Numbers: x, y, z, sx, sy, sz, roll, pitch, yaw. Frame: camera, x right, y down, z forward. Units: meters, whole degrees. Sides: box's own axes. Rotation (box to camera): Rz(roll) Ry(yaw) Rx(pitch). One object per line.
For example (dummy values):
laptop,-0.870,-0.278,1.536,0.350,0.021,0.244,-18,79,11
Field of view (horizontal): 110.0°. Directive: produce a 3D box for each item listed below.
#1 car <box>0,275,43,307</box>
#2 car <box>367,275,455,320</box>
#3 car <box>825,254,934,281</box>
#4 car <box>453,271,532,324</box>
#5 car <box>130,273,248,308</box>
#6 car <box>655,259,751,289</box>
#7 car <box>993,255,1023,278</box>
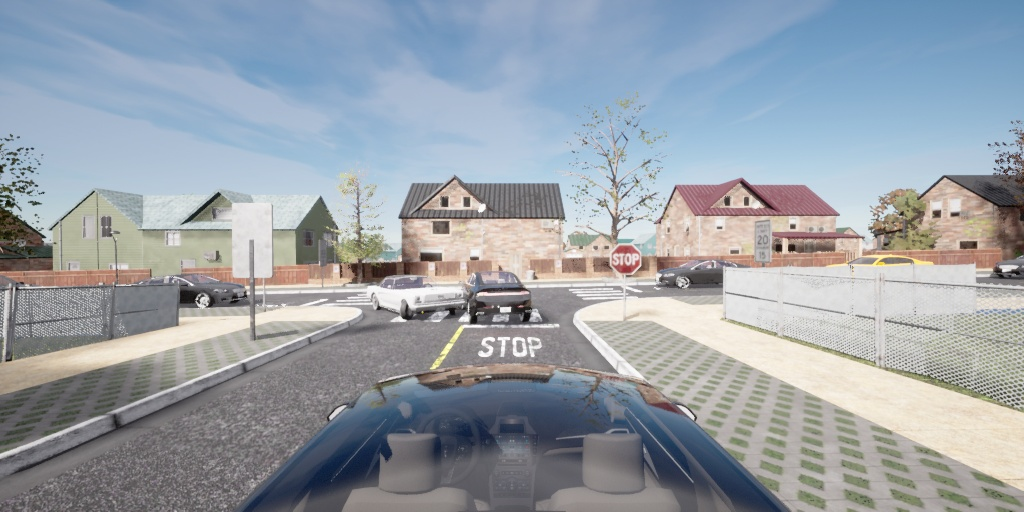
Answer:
car,-24.231,1.647,16.388,4.553,1.767,2.097,-1,1,0
car,-3.596,1.367,12.921,1.895,1.301,4.718,0,0,-38
car,19.772,0.690,19.493,5.008,1.535,1.882,-1,1,0
car,-0.679,1.242,12.060,2.128,1.511,4.902,0,0,-12
car,-14.893,1.566,16.423,4.902,1.511,2.128,-1,1,0
car,10.341,0.925,19.462,4.902,1.511,2.128,-1,1,0
car,29.396,0.478,19.525,4.902,1.511,2.128,-1,1,0
